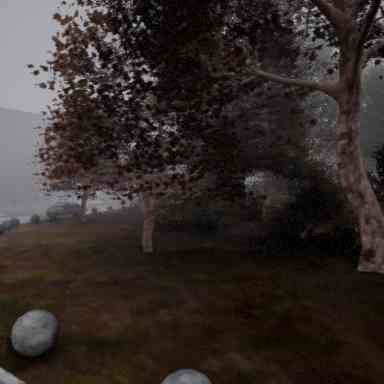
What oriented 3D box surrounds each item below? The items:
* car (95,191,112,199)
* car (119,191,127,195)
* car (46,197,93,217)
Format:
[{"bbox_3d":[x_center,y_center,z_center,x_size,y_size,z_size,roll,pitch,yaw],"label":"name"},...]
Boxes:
[{"bbox_3d":[-16.230,0.489,57.800,1.946,1.575,5.366,-1,3,31],"label":"car"},{"bbox_3d":[-13.362,0.160,62.509,1.946,1.575,5.366,-1,3,31],"label":"car"},{"bbox_3d":[-11.916,1.570,31.941,1.994,1.385,4.181,-1,2,19],"label":"car"}]
